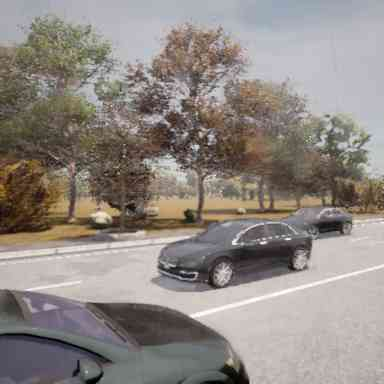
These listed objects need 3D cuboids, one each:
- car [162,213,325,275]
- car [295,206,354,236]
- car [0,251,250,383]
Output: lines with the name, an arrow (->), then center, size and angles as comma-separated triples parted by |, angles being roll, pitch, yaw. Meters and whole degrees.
car -> 1.379, 1.515, 9.274 | 4.892, 1.490, 1.837 | 0, 0, -35
car -> 6.376, 1.515, 17.138 | 4.902, 1.511, 2.128 | 0, 0, -35
car -> -1.506, 1.564, 2.672 | 4.181, 1.385, 1.994 | 0, 0, -35
